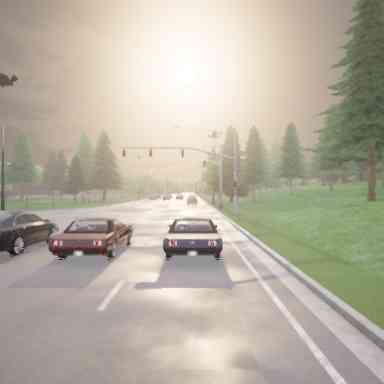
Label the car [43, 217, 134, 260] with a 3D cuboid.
[{"bbox_3d":[-3.457,1.594,12.406,1.895,1.301,4.718,0,0,0],"label":"car"}]

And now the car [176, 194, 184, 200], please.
[{"bbox_3d":[-3.473,1.494,90.992,1.994,1.385,4.181,0,0,0],"label":"car"}]

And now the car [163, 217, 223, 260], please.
[{"bbox_3d":[0.043,1.594,12.401,1.895,1.301,4.718,0,0,1],"label":"car"}]

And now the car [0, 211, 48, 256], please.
[{"bbox_3d":[-6.952,1.499,13.042,1.837,1.490,4.892,0,0,0],"label":"car"}]

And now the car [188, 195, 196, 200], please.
[{"bbox_3d":[0.027,1.494,90.991,1.994,1.385,4.181,0,0,0],"label":"car"}]

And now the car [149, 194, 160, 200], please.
[{"bbox_3d":[-10.473,1.481,90.578,2.033,1.411,5.357,0,0,0],"label":"car"}]

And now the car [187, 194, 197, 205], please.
[{"bbox_3d":[0.018,1.444,59.962,1.882,1.535,5.008,0,0,0],"label":"car"}]

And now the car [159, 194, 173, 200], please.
[{"bbox_3d":[-6.973,1.481,90.577,2.033,1.411,5.357,0,0,0],"label":"car"}]
